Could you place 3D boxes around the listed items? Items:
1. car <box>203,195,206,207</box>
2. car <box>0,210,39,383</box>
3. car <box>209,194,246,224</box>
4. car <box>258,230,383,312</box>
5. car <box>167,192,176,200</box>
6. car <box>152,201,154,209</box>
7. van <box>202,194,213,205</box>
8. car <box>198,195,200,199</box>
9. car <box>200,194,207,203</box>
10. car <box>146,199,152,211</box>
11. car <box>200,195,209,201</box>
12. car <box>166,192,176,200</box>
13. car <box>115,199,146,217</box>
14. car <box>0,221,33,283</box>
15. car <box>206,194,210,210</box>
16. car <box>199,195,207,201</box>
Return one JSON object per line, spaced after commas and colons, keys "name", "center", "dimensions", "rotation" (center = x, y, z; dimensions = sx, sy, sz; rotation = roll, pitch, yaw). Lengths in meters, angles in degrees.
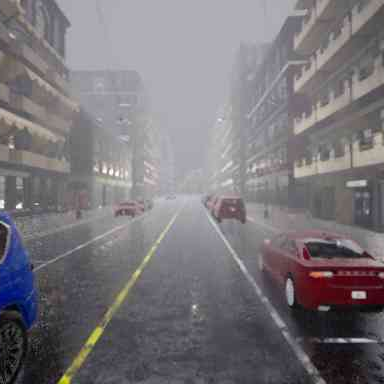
{"name": "car", "center": [2.704, 1.415, 41.206], "dimensions": [1.752, 1.417, 4.829], "rotation": [1, 0, 0]}
{"name": "car", "center": [-3.088, 1.214, 2.134], "dimensions": [2.150, 2.045, 5.566], "rotation": [0, 0, 0]}
{"name": "car", "center": [2.706, 1.249, 24.323], "dimensions": [2.192, 1.841, 5.009], "rotation": [1, 0, 0]}
{"name": "car", "center": [2.702, 1.524, 7.610], "dimensions": [1.887, 1.381, 4.507], "rotation": [1, 0, 0]}
{"name": "car", "center": [-5.671, 1.075, 91.216], "dimensions": [2.192, 1.841, 5.009], "rotation": [1, 0, 0]}
{"name": "car", "center": [-5.677, 1.472, 41.077], "dimensions": [1.802, 1.307, 4.206], "rotation": [1, 0, 0]}
{"name": "van", "center": [2.707, 1.188, 57.749], "dimensions": [1.690, 1.788, 3.998], "rotation": [1, 0, 0]}
{"name": "car", "center": [2.704, 1.383, 63.321], "dimensions": [2.008, 1.369, 4.403], "rotation": [1, 0, 0]}
{"name": "car", "center": [2.707, 1.191, 46.607], "dimensions": [2.192, 1.841, 5.009], "rotation": [1, 0, 0]}
{"name": "car", "center": [-5.677, 1.486, 35.505], "dimensions": [1.802, 1.307, 4.206], "rotation": [1, 0, 0]}
{"name": "car", "center": [2.705, 1.328, 74.633], "dimensions": [1.752, 1.417, 4.829], "rotation": [1, 0, 0]}
{"name": "car", "center": [-5.675, 1.340, 85.646], "dimensions": [1.947, 1.339, 4.313], "rotation": [1, 0, 0]}
{"name": "car", "center": [-5.677, 1.464, 29.935], "dimensions": [1.887, 1.381, 4.507], "rotation": [1, 0, 0]}
{"name": "car", "center": [-5.678, 1.545, 7.650], "dimensions": [1.947, 1.339, 4.313], "rotation": [1, 0, 0]}
{"name": "car", "center": [2.706, 1.234, 29.893], "dimensions": [2.192, 1.841, 5.009], "rotation": [1, 0, 0]}
{"name": "car", "center": [2.705, 1.371, 80.035], "dimensions": [1.802, 1.307, 4.206], "rotation": [1, 0, 0]}
